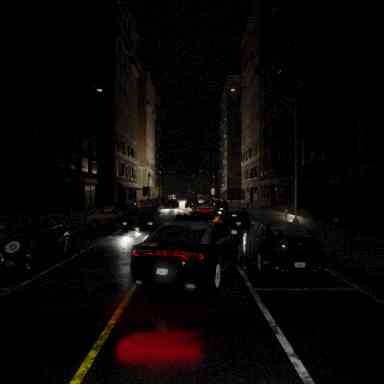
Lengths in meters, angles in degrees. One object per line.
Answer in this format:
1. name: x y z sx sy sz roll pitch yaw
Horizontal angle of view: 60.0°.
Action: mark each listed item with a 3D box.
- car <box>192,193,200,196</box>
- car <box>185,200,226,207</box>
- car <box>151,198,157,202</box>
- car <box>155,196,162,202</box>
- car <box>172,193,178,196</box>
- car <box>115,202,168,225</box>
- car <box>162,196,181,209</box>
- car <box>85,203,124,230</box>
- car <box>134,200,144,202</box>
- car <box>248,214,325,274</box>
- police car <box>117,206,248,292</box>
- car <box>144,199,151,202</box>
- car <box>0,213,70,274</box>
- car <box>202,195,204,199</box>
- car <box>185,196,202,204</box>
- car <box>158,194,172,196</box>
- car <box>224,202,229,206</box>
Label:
1. car: 0.045 1.459 59.390 1.882 1.535 5.008 0 0 0
2. car: 0.732 1.454 19.055 1.801 1.575 5.366 0 0 2
3. car: -5.360 1.578 37.393 1.802 1.307 4.206 0 0 0
4. car: -5.356 1.544 42.806 2.008 1.369 4.403 0 0 0
5. car: -5.323 1.513 85.508 2.008 1.369 4.403 0 0 0
6. car: -2.838 1.545 19.874 2.033 1.411 5.357 0 0 0
7. car: -2.715 1.556 44.629 1.994 1.385 4.181 0 0 0
8. car: -5.373 1.524 20.985 1.752 1.417 4.829 0 0 0
9. car: -5.369 1.564 26.568 1.947 1.339 4.313 0 0 0
10. car: 2.644 1.550 10.314 2.008 1.369 4.403 0 0 0
11. police car: 0.147 1.424 9.278 1.930 1.638 5.238 0 0 17
12. car: -5.364 1.522 31.810 1.752 1.417 4.829 0 0 0
13. car: -5.381 1.440 10.330 1.967 1.590 4.097 0 0 0
14. car: 2.674 1.515 48.374 1.752 1.417 4.829 0 0 0
15. car: 0.041 1.556 45.547 1.994 1.385 4.181 0 0 0
16. car: -5.343 1.297 59.044 2.192 1.841 5.009 0 0 0
17. car: 2.652 1.549 21.140 2.008 1.369 4.403 0 0 0
